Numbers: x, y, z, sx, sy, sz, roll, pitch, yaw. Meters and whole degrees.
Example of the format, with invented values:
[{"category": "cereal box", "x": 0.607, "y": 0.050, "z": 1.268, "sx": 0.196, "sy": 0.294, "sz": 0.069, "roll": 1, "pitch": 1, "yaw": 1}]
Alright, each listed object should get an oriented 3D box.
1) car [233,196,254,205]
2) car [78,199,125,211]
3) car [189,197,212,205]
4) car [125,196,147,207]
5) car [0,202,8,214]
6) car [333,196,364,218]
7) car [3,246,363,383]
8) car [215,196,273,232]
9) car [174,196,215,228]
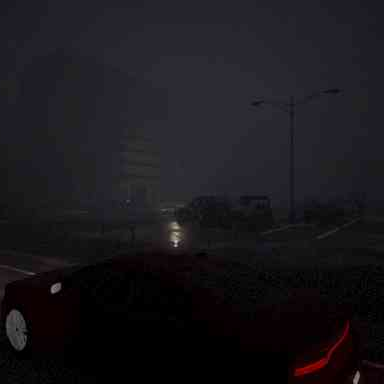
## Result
[{"category": "car", "x": 9.024, "y": 1.526, "z": 57.926, "sx": 1.812, "sy": 1.442, "sz": 4.674, "roll": 0, "pitch": 0, "yaw": 34}, {"category": "car", "x": -11.202, "y": 1.547, "z": 40.680, "sx": 2.033, "sy": 1.411, "sz": 5.357, "roll": 0, "pitch": 0, "yaw": 34}, {"category": "car", "x": 1.502, "y": 1.601, "z": 59.468, "sx": 1.895, "sy": 1.301, "sz": 4.718, "roll": 0, "pitch": 0, "yaw": 34}, {"category": "car", "x": -8.884, "y": 1.352, "z": 50.404, "sx": 2.097, "sy": 1.767, "sz": 4.553, "roll": 0, "pitch": 0, "yaw": 34}, {"category": "car", "x": -20.693, "y": 1.526, "z": 32.769, "sx": 1.812, "sy": 1.442, "sz": 4.674, "roll": 0, "pitch": 0, "yaw": 34}, {"category": "car", "x": 15.288, "y": 1.395, "z": 32.049, "sx": 1.970, "sy": 1.475, "sz": 3.806, "roll": 0, "pitch": 0, "yaw": 34}, {"category": "car", "x": -0.565, "y": 1.478, "z": 4.390, "sx": 5.008, "sy": 1.535, "sz": 1.882, "roll": 0, "pitch": 0, "yaw": 35}, {"category": "car", "x": 3.270, "y": 1.156, "z": 19.088, "sx": 1.905, "sy": 1.878, "sz": 3.866, "roll": 0, "pitch": 0, "yaw": 34}, {"category": "car", "x": 0.902, "y": 1.153, "z": 20.753, "sx": 1.932, "sy": 1.855, "sz": 4.605, "roll": 0, "pitch": 0, "yaw": 34}]
